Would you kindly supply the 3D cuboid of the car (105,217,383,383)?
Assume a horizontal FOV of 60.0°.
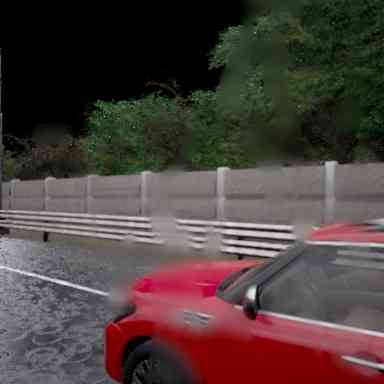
[{"bbox_3d":[1.730,1.222,2.757,5.566,2.045,2.150,0,0,35],"label":"car"}]
